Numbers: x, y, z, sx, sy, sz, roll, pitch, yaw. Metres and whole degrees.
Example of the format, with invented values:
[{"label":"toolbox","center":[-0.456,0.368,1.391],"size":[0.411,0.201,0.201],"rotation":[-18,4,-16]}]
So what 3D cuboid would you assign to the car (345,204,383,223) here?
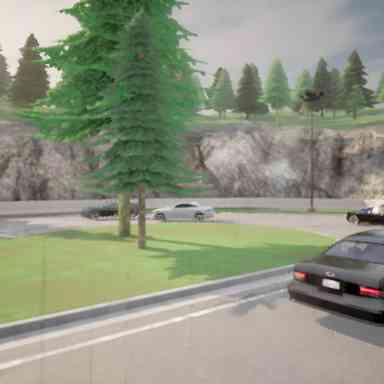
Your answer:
[{"label":"car","center":[11.740,1.503,20.222],"size":[1.895,1.301,4.718],"rotation":[0,0,-20]}]

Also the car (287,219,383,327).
[{"label":"car","center":[4.219,1.514,6.892],"size":[5.357,1.411,2.033],"rotation":[0,0,-38]}]

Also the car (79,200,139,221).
[{"label":"car","center":[-6.524,1.443,26.920],"size":[4.902,1.511,2.128],"rotation":[0,0,-23]}]

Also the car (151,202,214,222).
[{"label":"car","center":[-0.706,1.461,24.791],"size":[4.674,1.442,1.812],"rotation":[0,-1,4]}]
